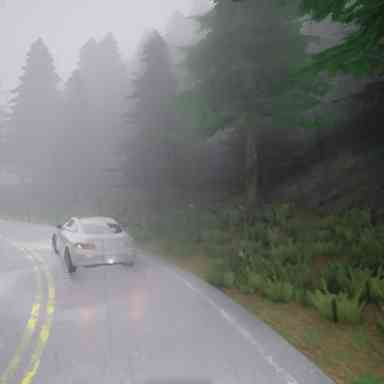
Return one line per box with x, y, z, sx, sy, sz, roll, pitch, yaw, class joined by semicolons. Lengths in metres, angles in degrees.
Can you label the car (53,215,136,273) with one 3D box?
-3.167;1.453;10.490;1.812;1.442;4.674;1;1;-29;car
